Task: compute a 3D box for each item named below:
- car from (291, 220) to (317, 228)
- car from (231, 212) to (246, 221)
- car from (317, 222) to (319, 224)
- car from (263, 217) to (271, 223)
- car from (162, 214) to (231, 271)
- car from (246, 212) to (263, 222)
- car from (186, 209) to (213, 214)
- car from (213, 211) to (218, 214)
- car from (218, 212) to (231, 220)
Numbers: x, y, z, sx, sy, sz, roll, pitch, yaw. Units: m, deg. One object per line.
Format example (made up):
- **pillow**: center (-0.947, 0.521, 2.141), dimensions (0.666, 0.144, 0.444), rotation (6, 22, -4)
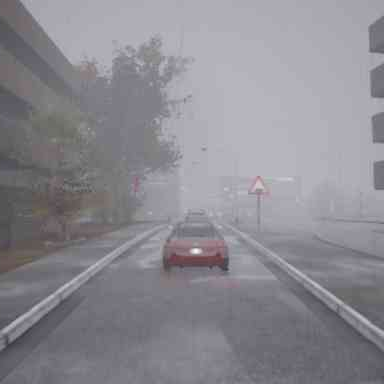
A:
- **car**: center (22.619, 6.555, 68.444), dimensions (2.002, 1.452, 4.674), rotation (8, -6, -29)
- **car**: center (7.818, 4.863, 65.855), dimensions (2.185, 1.767, 4.553), rotation (7, -6, -30)
- **car**: center (25.589, 6.860, 68.949), dimensions (2.002, 1.452, 4.674), rotation (8, -6, -29)
- **car**: center (13.648, 5.607, 67.092), dimensions (1.946, 1.575, 5.366), rotation (8, -6, -30)
- **car**: center (0.113, 1.629, 11.179), dimensions (1.994, 1.385, 4.181), rotation (0, -1, 0)
- **car**: center (10.815, 5.047, 66.410), dimensions (2.435, 2.045, 5.566), rotation (8, -6, -30)
- **car**: center (0.442, 2.234, 28.738), dimensions (2.128, 1.511, 4.902), rotation (0, -4, 2)
- **car**: center (1.965, 4.287, 64.783), dimensions (2.435, 2.045, 5.566), rotation (2, -5, -30)
- **car**: center (4.845, 4.597, 65.363), dimensions (2.185, 1.767, 4.553), rotation (5, -6, -31)
